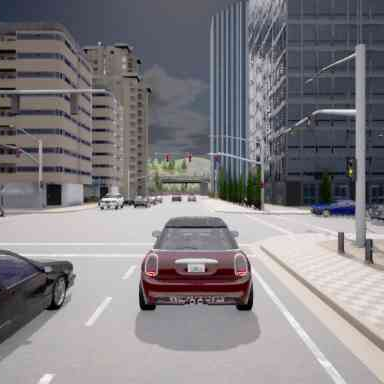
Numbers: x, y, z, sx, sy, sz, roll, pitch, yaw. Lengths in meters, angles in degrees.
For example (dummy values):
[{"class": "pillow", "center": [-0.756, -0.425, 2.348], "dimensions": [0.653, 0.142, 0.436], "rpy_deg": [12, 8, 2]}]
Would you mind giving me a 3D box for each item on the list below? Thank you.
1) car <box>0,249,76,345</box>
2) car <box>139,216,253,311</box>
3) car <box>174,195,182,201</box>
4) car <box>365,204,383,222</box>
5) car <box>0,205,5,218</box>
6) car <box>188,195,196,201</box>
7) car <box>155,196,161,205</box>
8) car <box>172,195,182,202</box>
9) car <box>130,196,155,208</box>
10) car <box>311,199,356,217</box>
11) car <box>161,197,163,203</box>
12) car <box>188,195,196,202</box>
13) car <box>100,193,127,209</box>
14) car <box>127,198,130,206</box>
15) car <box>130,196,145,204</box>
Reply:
[{"class": "car", "center": [-3.434, 1.547, 4.742], "dimensions": [2.033, 1.411, 5.357], "rpy_deg": [0, 0, 0]}, {"class": "car", "center": [0.082, 1.352, 7.940], "dimensions": [2.097, 1.767, 4.553], "rpy_deg": [0, 0, 0]}, {"class": "car", "center": [-3.504, 1.509, 84.305], "dimensions": [2.033, 1.411, 5.357], "rpy_deg": [0, 0, 0]}, {"class": "car", "center": [15.078, 1.492, 22.620], "dimensions": [5.357, 1.411, 2.033], "rpy_deg": [0, 0, 0]}, {"class": "car", "center": [-16.239, 1.171, 23.205], "dimensions": [5.566, 2.045, 2.150], "rpy_deg": [0, 0, -6]}, {"class": "car", "center": [-0.004, 1.493, 84.305], "dimensions": [1.812, 1.442, 4.674], "rpy_deg": [0, 0, 0]}, {"class": "car", "center": [-7.083, 1.491, 57.459], "dimensions": [2.128, 1.511, 4.902], "rpy_deg": [0, 0, 0]}, {"class": "car", "center": [-3.503, 1.470, 74.695], "dimensions": [1.882, 1.535, 5.008], "rpy_deg": [0, 0, 0]}, {"class": "car", "center": [-7.101, 1.547, 47.946], "dimensions": [2.033, 1.411, 5.357], "rpy_deg": [0, 0, 0]}, {"class": "car", "center": [13.292, 1.422, 29.837], "dimensions": [5.008, 1.535, 1.882], "rpy_deg": [0, 0, 1]}, {"class": "car", "center": [-7.016, 1.491, 67.708], "dimensions": [2.128, 1.511, 4.902], "rpy_deg": [0, 0, 0]}, {"class": "car", "center": [-0.004, 1.547, 75.812], "dimensions": [1.994, 1.385, 4.181], "rpy_deg": [0, 0, 0]}, {"class": "car", "center": [-10.601, 1.222, 44.433], "dimensions": [2.150, 2.045, 5.566], "rpy_deg": [0, 0, 0]}, {"class": "car", "center": [-10.594, 1.601, 54.201], "dimensions": [1.895, 1.301, 4.718], "rpy_deg": [0, 0, 0]}, {"class": "car", "center": [-10.542, 1.491, 64.578], "dimensions": [2.128, 1.511, 4.902], "rpy_deg": [0, 0, 1]}]
